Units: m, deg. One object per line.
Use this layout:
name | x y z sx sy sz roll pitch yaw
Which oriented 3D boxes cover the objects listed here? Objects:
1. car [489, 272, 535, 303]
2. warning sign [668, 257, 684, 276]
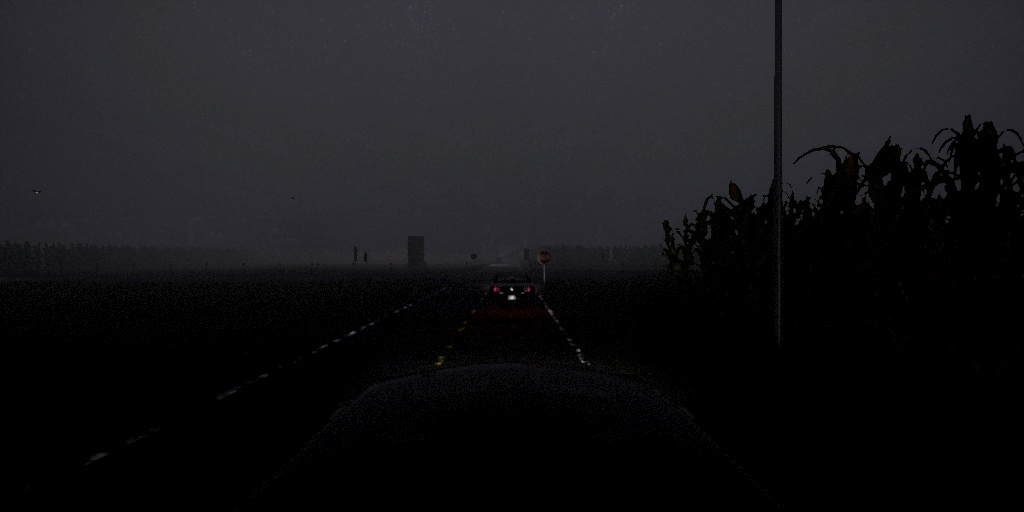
car | 0.000 1.360 16.532 1.895 1.301 4.718 0 0 0
warning sign | 14.063 0.864 31.213 1.060 1.860 1.300 0 0 -6
